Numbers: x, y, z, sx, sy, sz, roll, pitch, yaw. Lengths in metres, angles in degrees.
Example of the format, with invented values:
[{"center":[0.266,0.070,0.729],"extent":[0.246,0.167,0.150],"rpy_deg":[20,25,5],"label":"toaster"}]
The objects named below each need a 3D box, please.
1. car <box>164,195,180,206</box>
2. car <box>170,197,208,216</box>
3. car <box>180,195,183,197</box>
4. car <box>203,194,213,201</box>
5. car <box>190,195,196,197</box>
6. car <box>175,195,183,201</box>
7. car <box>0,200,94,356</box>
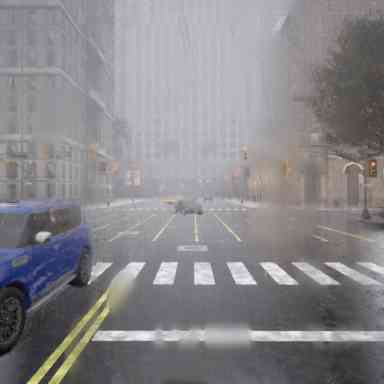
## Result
[{"center":[-3.560,1.478,55.546],"extent":[1.882,1.535,5.008],"rpy_deg":[0,0,0],"label":"car"},{"center":[-0.413,1.505,32.531],"extent":[1.837,1.490,4.892],"rpy_deg":[0,0,-19],"label":"car"},{"center":[-3.381,1.478,69.563],"extent":[1.882,1.535,5.008],"rpy_deg":[0,0,1],"label":"car"},{"center":[3.717,1.280,78.527],"extent":[2.097,1.767,4.553],"rpy_deg":[0,0,1],"label":"car"},{"center":[0.217,1.449,78.594],"extent":[2.128,1.511,4.902],"rpy_deg":[0,0,1],"label":"car"},{"center":[-3.240,1.477,82.567],"extent":[1.882,1.535,5.008],"rpy_deg":[0,0,1],"label":"car"},{"center":[-3.597,1.221,6.395],"extent":[2.150,2.045,5.566],"rpy_deg":[0,0,0],"label":"car"}]
